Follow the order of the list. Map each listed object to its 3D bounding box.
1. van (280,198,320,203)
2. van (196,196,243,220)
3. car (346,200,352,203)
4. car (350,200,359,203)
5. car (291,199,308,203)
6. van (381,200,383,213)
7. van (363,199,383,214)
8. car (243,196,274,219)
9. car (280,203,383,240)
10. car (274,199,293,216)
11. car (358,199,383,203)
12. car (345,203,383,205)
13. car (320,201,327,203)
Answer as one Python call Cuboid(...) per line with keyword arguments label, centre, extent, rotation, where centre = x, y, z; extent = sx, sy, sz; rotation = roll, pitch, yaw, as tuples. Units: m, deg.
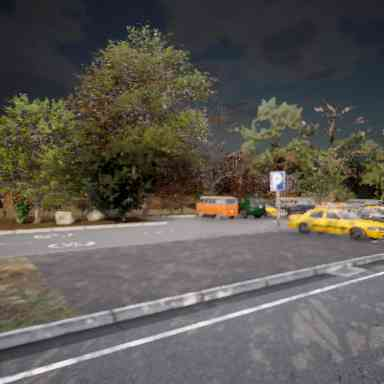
Cuboid(label="van", centre=(11.238, 1.636, 36.472), extent=(1.878, 1.987, 4.442), rotation=(2, -1, -35))
Cuboid(label="van", centre=(2.117, 1.390, 29.978), extent=(1.878, 1.987, 4.442), rotation=(1, -1, -35))
Cuboid(label="car", centre=(15.714, 1.992, 39.510), extent=(2.097, 1.535, 5.008), rotation=(2, -1, -35))
Cuboid(label="car", centre=(18.072, 2.062, 41.189), extent=(2.097, 1.535, 5.008), rotation=(2, -1, -35))
Cuboid(label="car", centre=(9.048, 1.796, 34.762), extent=(2.231, 1.521, 4.892), rotation=(2, -1, -35))
Cuboid(label="van", centre=(31.554, 2.250, 50.653), extent=(1.878, 1.987, 4.442), rotation=(2, -1, -35))
Cuboid(label="van", centre=(27.164, 2.104, 47.526), extent=(1.878, 1.987, 4.442), rotation=(2, -1, -35))
Cuboid(label="car", centre=(4.525, 1.417, 31.582), extent=(2.435, 2.045, 5.566), rotation=(1, -1, -35))
Cuboid(label="car", centre=(7.537, 1.567, 17.409), extent=(1.946, 1.575, 5.366), rotation=(1, -1, -35))
Cuboid(label="car", centre=(6.898, 1.727, 33.011), extent=(1.946, 1.575, 5.366), rotation=(2, -1, -35))
Cuboid(label="car", centre=(14.188, 1.599, 22.411), extent=(2.185, 1.767, 4.553), rotation=(2, -1, -35))
Cuboid(label="car", centre=(9.682, 1.614, 19.170), extent=(2.231, 1.521, 4.892), rotation=(1, -1, -35))
Cuboid(label="car", centre=(13.577, 1.803, 37.956), extent=(2.185, 1.767, 4.553), rotation=(2, -1, -35))
